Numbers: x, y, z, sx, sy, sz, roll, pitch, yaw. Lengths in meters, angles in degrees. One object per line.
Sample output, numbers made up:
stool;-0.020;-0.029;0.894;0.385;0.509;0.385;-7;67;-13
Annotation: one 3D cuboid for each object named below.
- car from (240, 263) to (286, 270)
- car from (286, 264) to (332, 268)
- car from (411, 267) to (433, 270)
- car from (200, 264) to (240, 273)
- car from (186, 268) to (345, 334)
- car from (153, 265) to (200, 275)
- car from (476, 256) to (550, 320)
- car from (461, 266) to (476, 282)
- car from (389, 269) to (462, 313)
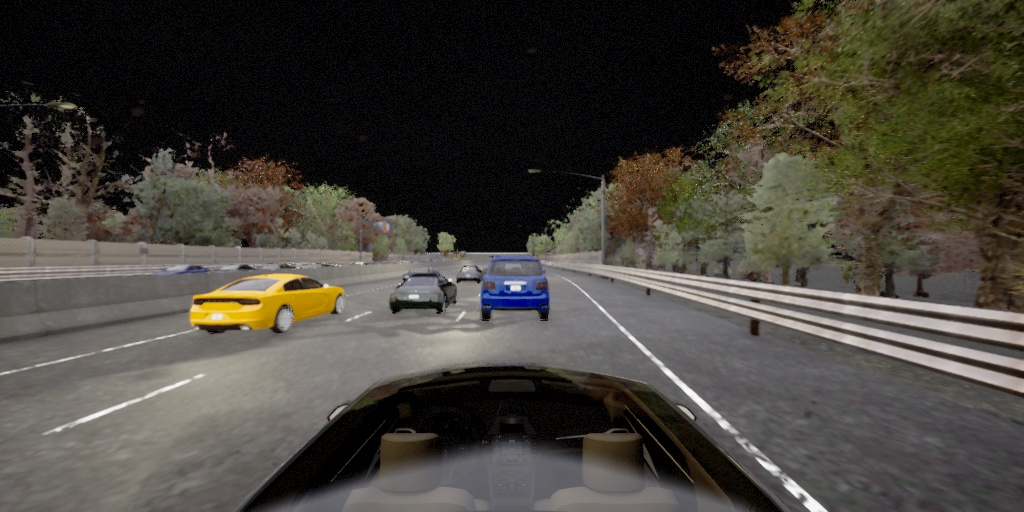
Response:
car;-21.099;1.430;31.858;1.882;1.535;5.008;0;0;0
car;-17.600;1.460;32.164;1.837;1.490;4.892;0;0;0
car;-6.907;1.526;27.893;1.895;1.301;4.718;0;0;0
car;-24.599;1.478;31.850;1.812;1.442;4.674;0;0;0
car;-6.909;1.287;10.881;1.882;1.535;5.008;0;0;0
car;-27.923;1.469;30.553;1.812;1.442;4.674;0;0;-1
car;0.088;1.044;13.049;2.150;2.045;5.566;0;0;0
car;-3.407;1.503;29.854;1.994;1.385;4.181;0;0;0
car;-3.405;1.397;14.470;1.994;1.385;4.181;0;0;0
